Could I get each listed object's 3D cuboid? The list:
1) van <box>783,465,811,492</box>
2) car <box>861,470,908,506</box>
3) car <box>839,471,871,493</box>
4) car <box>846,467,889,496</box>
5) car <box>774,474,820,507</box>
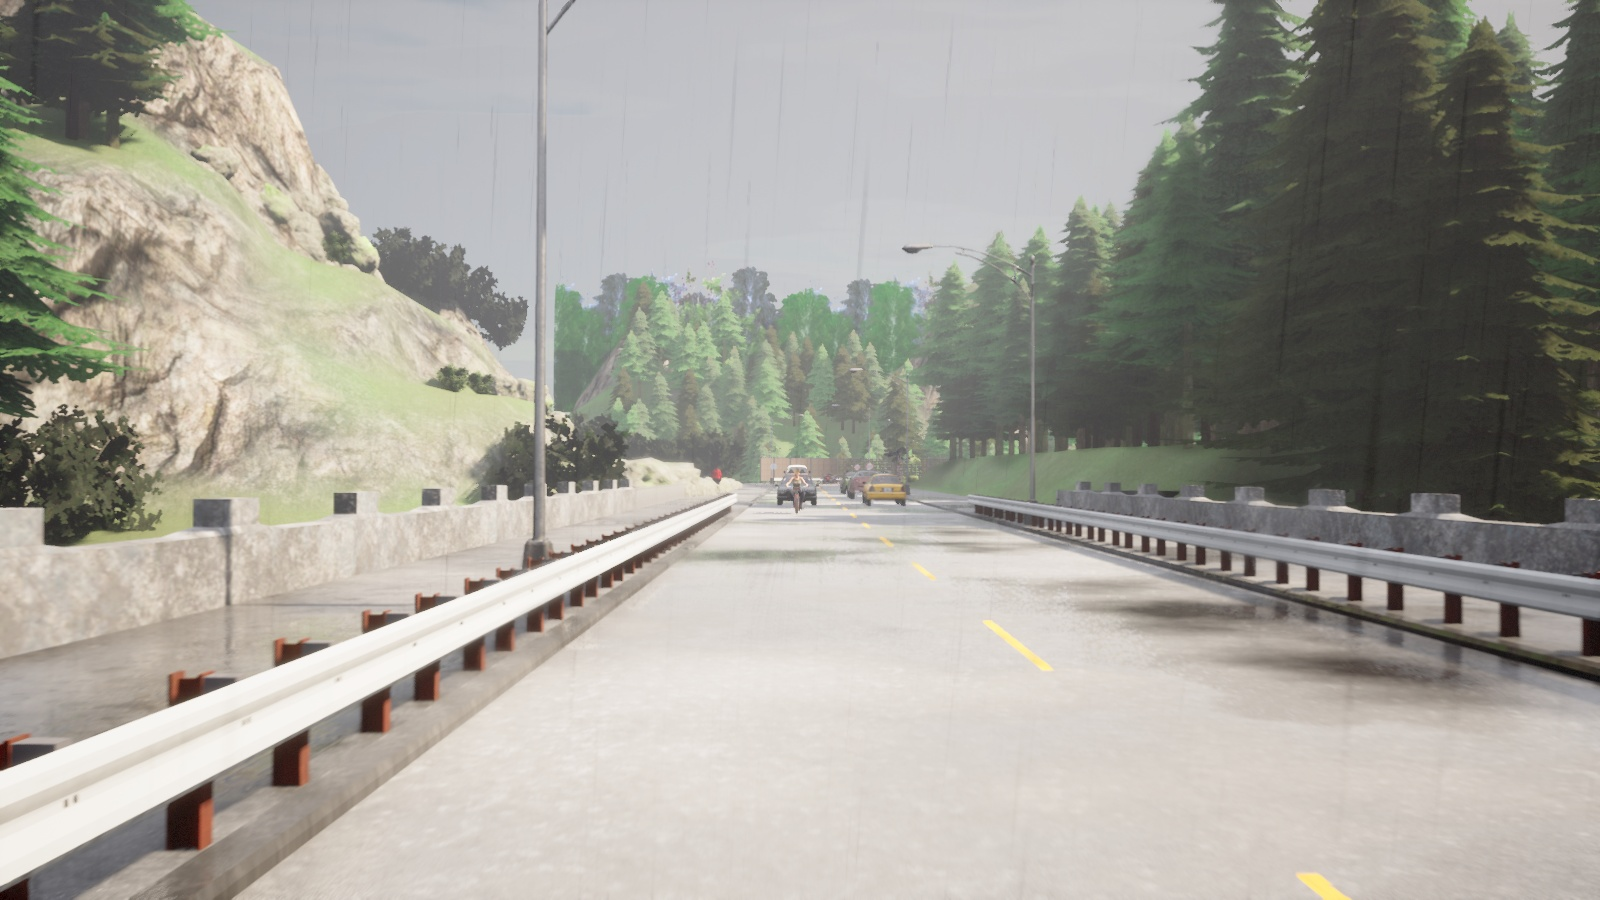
[{"bbox_3d":[-0.215,2.165,97.045,2.069,2.038,4.480,0,-1,0],"label":"van"},{"bbox_3d":[3.876,1.714,58.113,1.801,1.575,5.366,0,-1,0],"label":"car"},{"bbox_3d":[3.807,2.218,87.886,2.007,1.525,4.514,0,-1,0],"label":"car"},{"bbox_3d":[3.843,1.789,72.275,2.152,1.651,5.027,0,-1,0],"label":"car"},{"bbox_3d":[-0.125,1.834,58.102,2.033,1.411,5.357,0,-1,0],"label":"car"}]
